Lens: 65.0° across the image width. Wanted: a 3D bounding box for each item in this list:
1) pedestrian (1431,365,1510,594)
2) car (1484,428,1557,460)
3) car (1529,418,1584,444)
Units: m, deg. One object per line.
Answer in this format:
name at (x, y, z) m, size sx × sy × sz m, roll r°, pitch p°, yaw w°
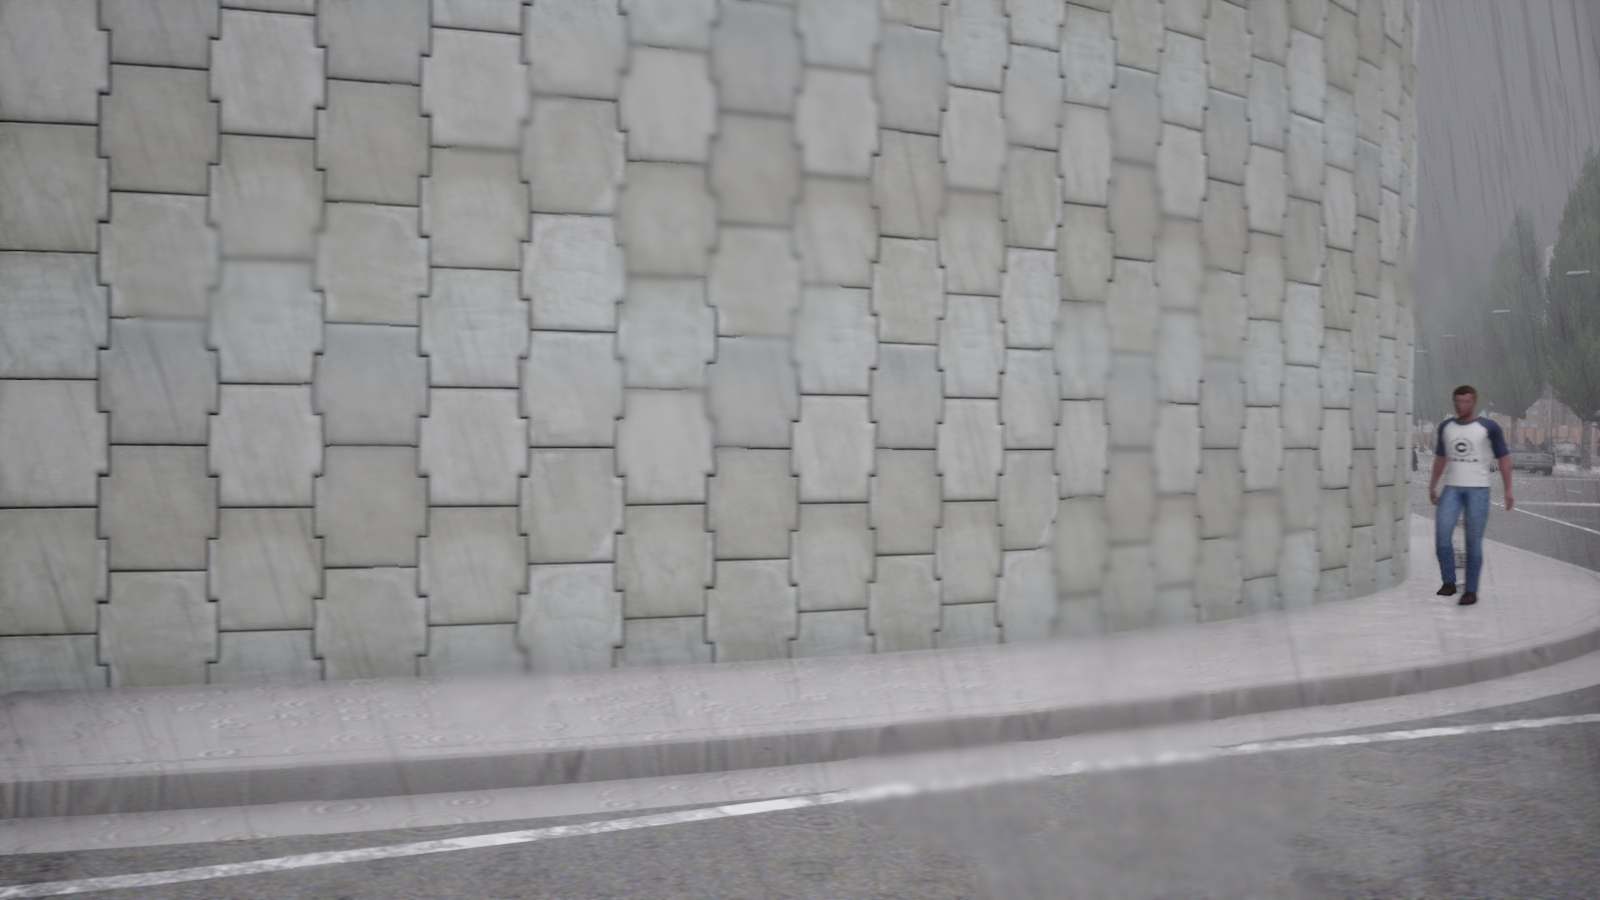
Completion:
pedestrian at (5.579, 0.230, 10.445) m, size 0.706 × 1.836 × 0.354 m, roll -1°, pitch 1°, yaw -42°
car at (30.610, -0.289, 53.482) m, size 1.895 × 1.301 × 4.718 m, roll 0°, pitch 1°, yaw 20°
car at (49.446, -1.240, 82.134) m, size 2.152 × 1.651 × 5.027 m, roll 0°, pitch 1°, yaw 20°
